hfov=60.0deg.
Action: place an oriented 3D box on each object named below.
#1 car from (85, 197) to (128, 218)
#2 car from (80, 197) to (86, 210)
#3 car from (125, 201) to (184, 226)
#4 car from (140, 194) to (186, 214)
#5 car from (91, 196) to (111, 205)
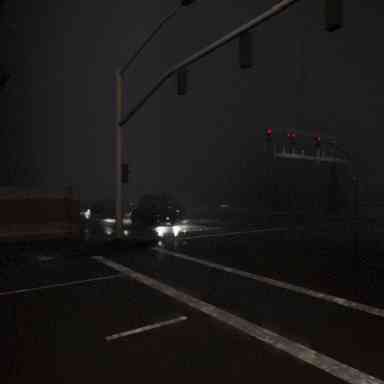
[{"bbox_3d":[-7.853,1.478,30.717,1.882,1.535,5.008,0,0,-36],"label":"car"},{"bbox_3d":[-13.681,1.526,38.846,1.812,1.442,4.674,0,0,-36],"label":"car"},{"bbox_3d":[-2.755,1.564,23.612,1.994,1.385,4.181,0,0,-35],"label":"car"},{"bbox_3d":[-2.782,1.222,29.659,2.150,2.045,5.566,0,0,-36],"label":"car"},{"bbox_3d":[-16.864,1.478,61.586,1.882,1.535,5.008,0,0,-36],"label":"car"}]
